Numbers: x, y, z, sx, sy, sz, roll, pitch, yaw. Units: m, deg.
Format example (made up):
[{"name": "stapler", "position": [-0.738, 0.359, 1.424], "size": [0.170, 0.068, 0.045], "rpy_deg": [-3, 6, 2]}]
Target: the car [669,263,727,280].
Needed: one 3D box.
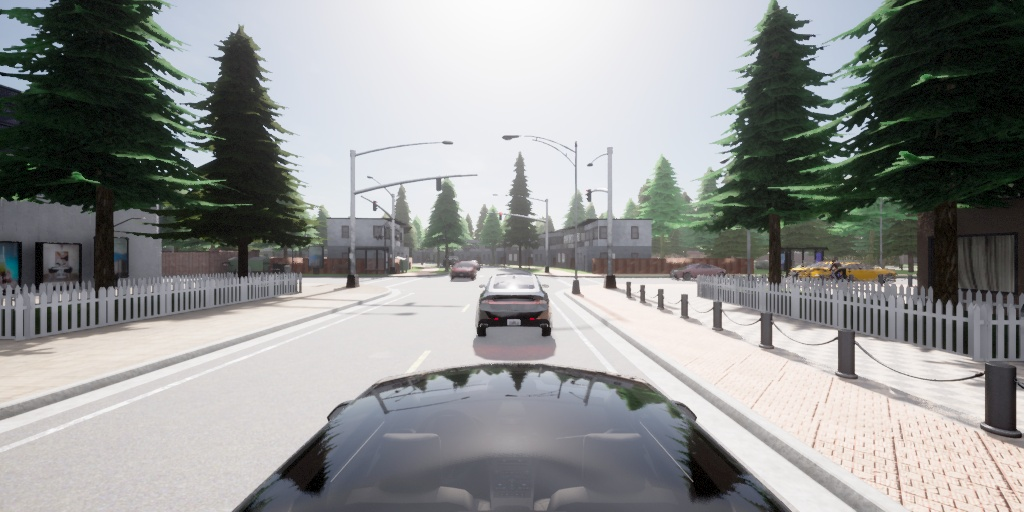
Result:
[{"name": "car", "position": [15.295, 1.299, 29.595], "size": [4.181, 1.385, 1.994], "rpy_deg": [0, 0, 2]}]

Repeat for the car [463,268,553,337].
[{"name": "car", "position": [0.056, 1.242, 10.291], "size": [2.128, 1.511, 4.902], "rpy_deg": [0, 0, 0]}]

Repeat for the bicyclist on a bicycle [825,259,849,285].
[{"name": "bicyclist on a bicycle", "position": [19.886, 1.035, 21.978], "size": [0.582, 1.620, 1.656], "rpy_deg": [0, 0, 2]}]

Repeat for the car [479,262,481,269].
[{"name": "car", "position": [-5.299, 1.279, 48.279], "size": [1.994, 1.385, 4.181], "rpy_deg": [0, 0, -10]}]

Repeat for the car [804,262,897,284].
[{"name": "car", "position": [24.393, 1.212, 25.629], "size": [5.008, 1.535, 1.882], "rpy_deg": [0, 0, 2]}]

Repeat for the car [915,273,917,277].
[{"name": "car", "position": [35.768, 1.239, 28.979], "size": [4.892, 1.490, 1.837], "rpy_deg": [0, 0, 2]}]

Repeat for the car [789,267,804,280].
[{"name": "car", "position": [25.552, 1.212, 29.299], "size": [5.008, 1.535, 1.882], "rpy_deg": [0, 0, 2]}]

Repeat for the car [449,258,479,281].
[{"name": "car", "position": [-4.017, 1.207, 30.160], "size": [1.882, 1.535, 5.008], "rpy_deg": [0, 0, -3]}]
